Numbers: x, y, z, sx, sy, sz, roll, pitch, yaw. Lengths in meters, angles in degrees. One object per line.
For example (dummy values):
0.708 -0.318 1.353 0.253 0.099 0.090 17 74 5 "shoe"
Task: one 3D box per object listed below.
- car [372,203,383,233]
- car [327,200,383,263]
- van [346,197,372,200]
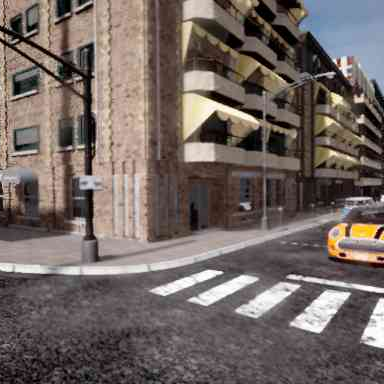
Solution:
12.149 1.467 19.877 1.837 1.490 4.892 0 0 35 "car"
6.297 1.328 11.669 2.097 1.767 4.553 0 0 36 "car"
12.546 1.288 24.926 1.690 1.788 3.998 -1 -1 36 "van"
